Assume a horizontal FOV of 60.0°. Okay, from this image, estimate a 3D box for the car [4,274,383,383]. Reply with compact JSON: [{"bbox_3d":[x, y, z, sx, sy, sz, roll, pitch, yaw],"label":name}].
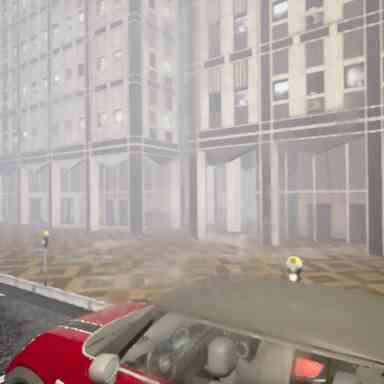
[{"bbox_3d":[0.221,1.450,2.720,4.097,1.590,1.967,-1,-1,35],"label":"car"}]
